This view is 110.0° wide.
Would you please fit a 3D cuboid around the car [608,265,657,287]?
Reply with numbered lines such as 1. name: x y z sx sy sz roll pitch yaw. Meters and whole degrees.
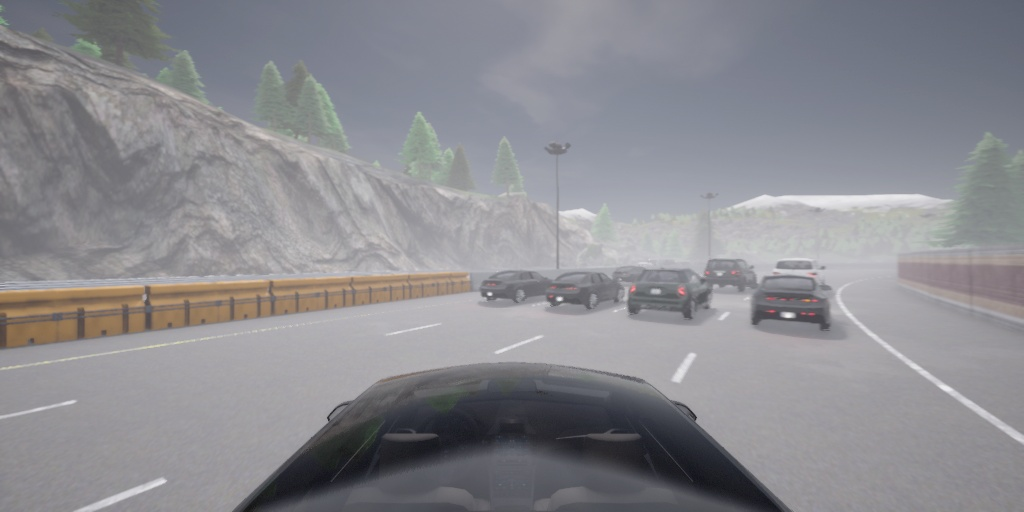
1. car: 9.786 1.532 28.909 1.837 1.490 4.892 -1 0 44

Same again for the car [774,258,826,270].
1. car: 16.935 1.154 21.221 2.150 2.045 5.566 -1 -1 43

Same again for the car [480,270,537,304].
1. car: 0.502 1.430 17.842 1.837 1.490 4.892 -1 0 38

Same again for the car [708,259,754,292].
1. car: 14.334 1.184 23.564 2.150 2.045 5.566 -1 -1 43

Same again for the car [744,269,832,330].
1. car: 8.964 1.347 11.623 1.837 1.490 4.892 -1 0 38

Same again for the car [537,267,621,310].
1. car: 3.322 1.402 15.769 1.837 1.490 4.892 -1 0 38

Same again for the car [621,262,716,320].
1. car: 6.098 1.218 13.634 2.097 1.767 4.553 -1 -1 38
